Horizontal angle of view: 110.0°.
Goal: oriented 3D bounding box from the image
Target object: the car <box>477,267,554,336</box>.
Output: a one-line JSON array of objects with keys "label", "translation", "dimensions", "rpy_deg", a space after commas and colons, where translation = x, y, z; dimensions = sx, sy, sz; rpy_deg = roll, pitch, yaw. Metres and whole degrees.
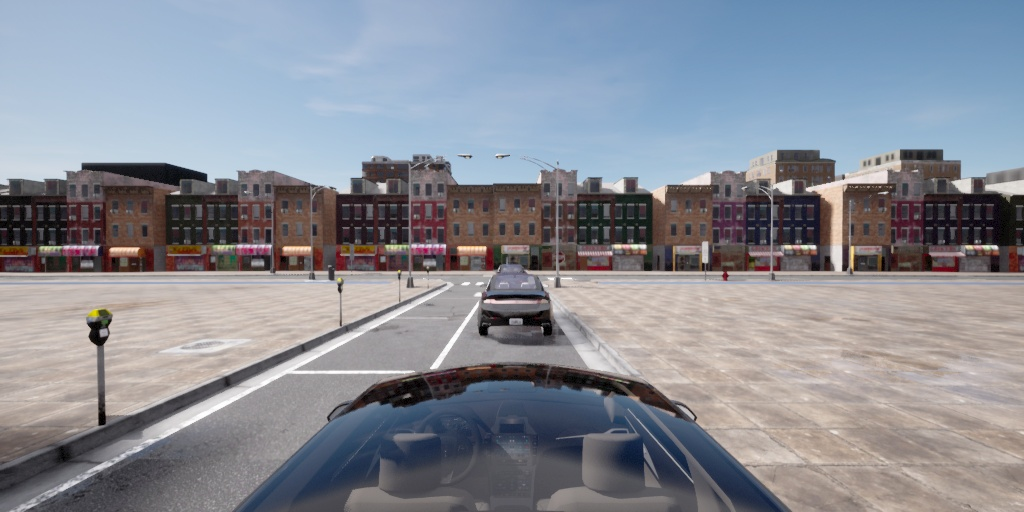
[{"label": "car", "translation": [0.079, 1.240, 10.367], "dimensions": [2.128, 1.511, 4.902], "rpy_deg": [0, 0, 0]}]

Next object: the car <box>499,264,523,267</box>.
[{"label": "car", "translation": [-0.091, 1.239, 21.778], "dimensions": [2.128, 1.511, 4.902], "rpy_deg": [0, 0, -3]}]
